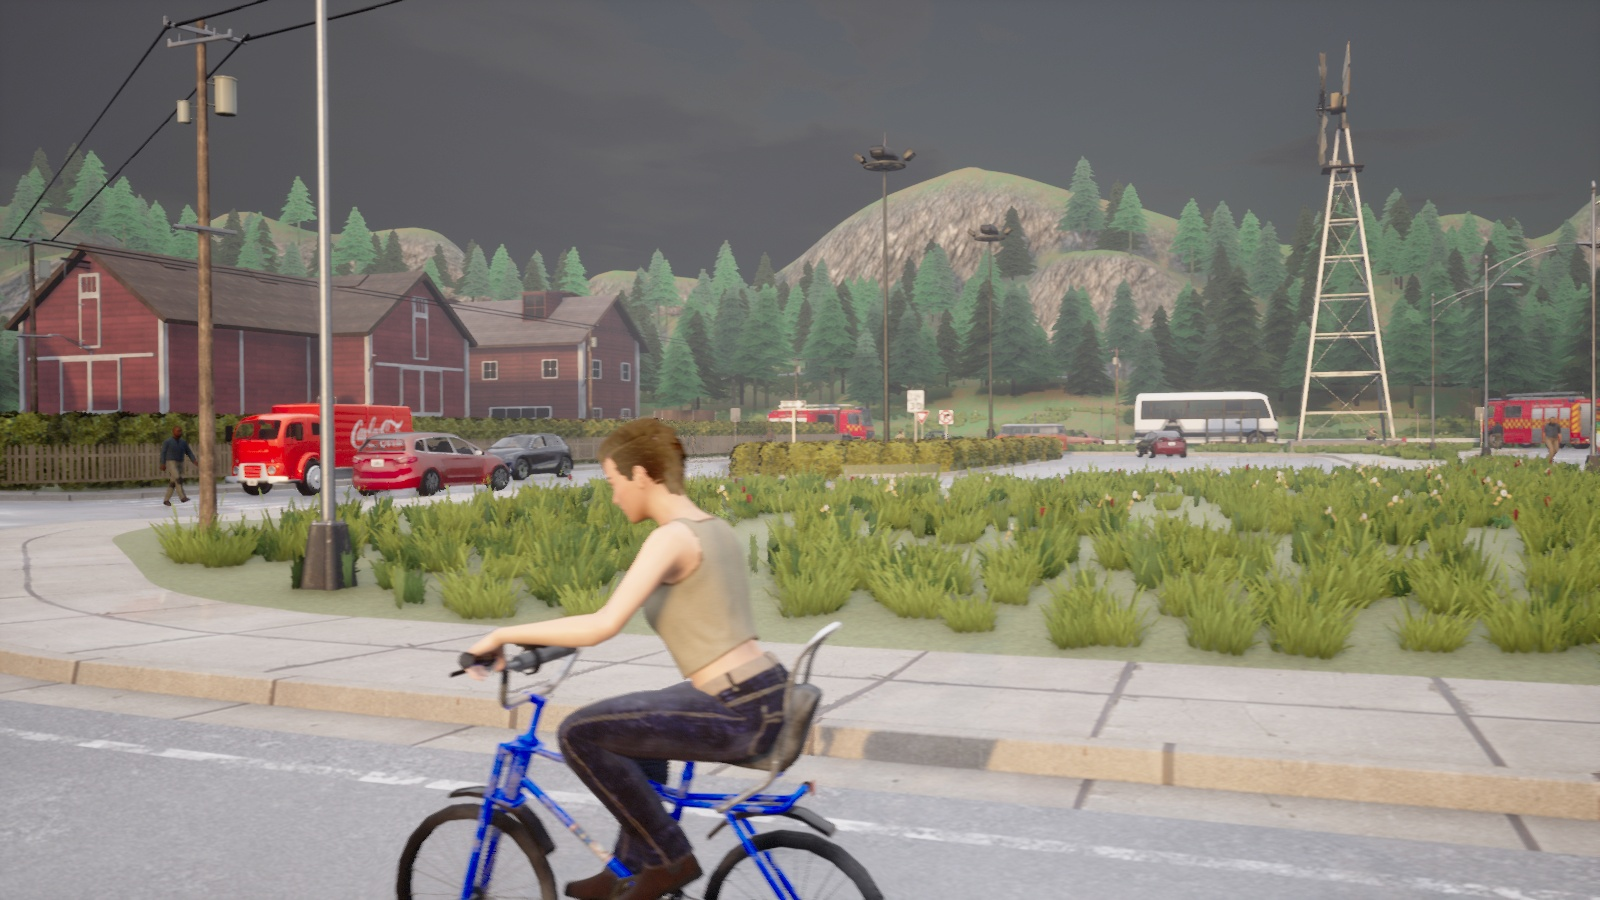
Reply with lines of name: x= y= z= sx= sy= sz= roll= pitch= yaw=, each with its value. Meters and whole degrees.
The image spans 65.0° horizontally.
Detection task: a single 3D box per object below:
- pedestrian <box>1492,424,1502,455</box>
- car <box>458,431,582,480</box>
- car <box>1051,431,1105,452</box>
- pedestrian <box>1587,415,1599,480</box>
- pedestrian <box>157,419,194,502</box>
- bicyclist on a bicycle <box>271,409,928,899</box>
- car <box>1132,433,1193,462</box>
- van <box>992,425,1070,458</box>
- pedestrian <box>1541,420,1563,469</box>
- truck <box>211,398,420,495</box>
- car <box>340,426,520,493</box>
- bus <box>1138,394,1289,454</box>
pedestrian: x=42.531 y=-0.641 z=76.579 sx=0.370 sy=1.835 sz=0.726 roll=0 pitch=1 yaw=16
car: x=-9.821 y=0.139 z=44.498 sx=2.033 sy=1.649 sz=4.856 roll=0 pitch=1 yaw=20
car: x=21.100 y=-0.646 z=95.495 sx=3.988 sy=1.617 sz=1.851 roll=0 pitch=1 yaw=12
pedestrian: x=24.617 y=-0.083 z=38.445 sx=0.659 sy=1.952 sz=0.873 roll=0 pitch=1 yaw=16
pedestrian: x=-13.942 y=0.231 z=28.030 sx=0.726 sy=1.835 sz=0.370 roll=0 pitch=1 yaw=28
bicyclist on a bicycle: x=-0.495 y=0.720 z=3.413 sx=1.509 sy=1.612 sz=0.866 roll=-1 pitch=1 yaw=18
car: x=19.849 y=-0.167 z=68.997 sx=2.163 sy=1.488 sz=4.792 roll=0 pitch=1 yaw=3
van: x=14.243 y=-0.530 z=77.514 sx=4.442 sy=1.987 sz=1.775 roll=0 pitch=1 yaw=33
pedestrian: x=28.226 y=-0.210 z=47.152 sx=0.540 sy=1.848 sz=0.694 roll=0 pitch=1 yaw=17
truck: x=-13.271 y=-0.137 z=34.831 sx=2.627 sy=2.467 sz=5.204 roll=0 pitch=1 yaw=20
car: x=-9.840 y=0.204 z=33.828 sx=2.242 sy=1.667 sz=4.611 roll=0 pitch=1 yaw=22
bus: x=30.324 y=-1.884 z=92.264 sx=10.273 sy=4.253 sz=3.944 roll=0 pitch=1 yaw=20
